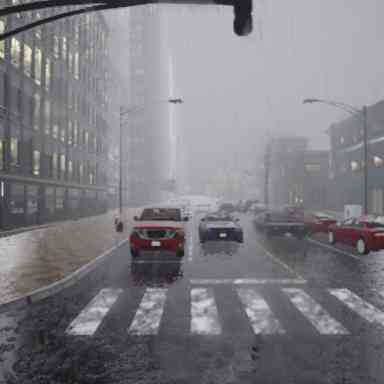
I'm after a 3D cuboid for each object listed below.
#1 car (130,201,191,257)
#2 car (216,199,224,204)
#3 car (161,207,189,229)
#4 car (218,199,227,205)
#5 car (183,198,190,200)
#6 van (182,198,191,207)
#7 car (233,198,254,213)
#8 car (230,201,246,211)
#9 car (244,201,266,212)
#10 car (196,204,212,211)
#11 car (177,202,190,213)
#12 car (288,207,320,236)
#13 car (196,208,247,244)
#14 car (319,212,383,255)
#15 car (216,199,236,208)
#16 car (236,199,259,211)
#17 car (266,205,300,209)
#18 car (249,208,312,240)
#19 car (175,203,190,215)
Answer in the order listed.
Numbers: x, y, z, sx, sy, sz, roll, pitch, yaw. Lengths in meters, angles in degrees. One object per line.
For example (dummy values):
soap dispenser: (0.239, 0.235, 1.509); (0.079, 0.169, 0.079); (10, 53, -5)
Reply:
car: (-1.205, 1.458, 13.754); (2.192, 1.841, 5.009); (1, -1, 0)
car: (7.625, 2.541, 90.770); (1.812, 1.442, 4.674); (0, -1, 0)
car: (-1.186, 1.864, 24.843); (1.802, 1.307, 4.206); (1, -1, 0)
car: (7.305, 2.470, 80.289); (1.947, 1.339, 4.313); (1, -1, 0)
car: (-1.130, 2.159, 52.574); (1.887, 1.381, 4.507); (1, -1, 0)
van: (-1.094, 2.141, 69.215); (1.690, 1.788, 3.998); (1, -1, 0)
car: (7.242, 1.850, 47.015); (2.192, 1.841, 5.009); (1, -1, 0)
car: (7.251, 2.126, 52.729); (1.752, 1.417, 4.829); (1, -1, 0)
car: (7.217, 1.954, 35.919); (2.008, 1.369, 4.403); (1, -1, 0)
car: (1.455, 2.068, 40.396); (1.895, 1.301, 4.718); (0, -1, 0)
car: (-1.141, 2.132, 47.028); (1.802, 1.307, 4.206); (1, -1, 0)
car: (7.183, 1.779, 19.279); (1.802, 1.307, 4.206); (1, -1, 0)
car: (1.379, 1.738, 16.635); (1.994, 1.385, 4.181); (0, -1, 0)
car: (7.173, 1.672, 13.734); (1.887, 1.381, 4.507); (1, -1, 0)
car: (4.587, 2.021, 44.833); (1.837, 1.490, 4.892); (0, 0, 1)
car: (7.231, 1.784, 41.467); (2.192, 1.841, 5.009); (1, -1, 0)
car: (7.196, 1.706, 24.829); (1.967, 1.590, 4.097); (1, -1, 0)
car: (4.604, 1.787, 18.083); (1.895, 1.301, 4.718); (0, -1, 0)
car: (-1.153, 2.067, 41.480); (1.802, 1.307, 4.206); (1, -1, 0)
